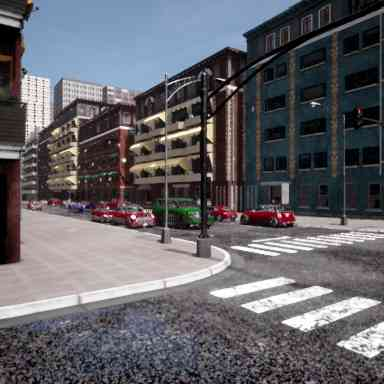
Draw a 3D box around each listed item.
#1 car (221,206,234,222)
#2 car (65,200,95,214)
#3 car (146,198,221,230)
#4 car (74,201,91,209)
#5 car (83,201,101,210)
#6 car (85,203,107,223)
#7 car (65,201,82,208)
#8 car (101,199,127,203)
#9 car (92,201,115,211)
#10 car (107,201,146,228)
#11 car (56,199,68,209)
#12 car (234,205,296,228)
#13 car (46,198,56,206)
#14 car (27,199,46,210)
[{"bbox_3d":[2.161,1.849,28.623,1.802,1.307,4.206,-1,0,-35],"label":"car"},{"bbox_3d":[-14.622,2.125,43.312,1.895,1.301,4.718,0,-1,-34],"label":"car"},{"bbox_3d":[-0.762,1.446,23.351,2.150,2.045,5.566,0,-1,-35],"label":"car"},{"bbox_3d":[-20.036,2.326,60.495,1.802,1.307,4.206,-1,0,-35],"label":"car"},{"bbox_3d":[-16.865,2.258,55.941,1.802,1.307,4.206,-1,0,-35],"label":"car"},{"bbox_3d":[-7.468,1.904,28.653,1.802,1.307,4.206,-1,0,-35],"label":"car"},{"bbox_3d":[-23.206,2.377,65.048,1.947,1.339,4.313,-1,0,-35],"label":"car"},{"bbox_3d":[-10.528,1.855,46.835,2.192,1.841,5.009,-1,0,-35],"label":"car"},{"bbox_3d":[-13.695,2.159,51.387,2.008,1.369,4.403,-1,0,-35],"label":"car"},{"bbox_3d":[-4.299,1.694,24.099,1.967,1.590,4.097,-1,0,-35],"label":"car"},{"bbox_3d":[-22.348,2.347,59.512,1.895,1.301,4.718,0,-1,-35],"label":"car"},{"bbox_3d":[5.333,1.639,24.072,1.967,1.590,4.097,-1,0,-35],"label":"car"},{"bbox_3d":[-32.722,2.328,78.710,2.192,1.841,5.009,-1,0,-35],"label":"car"},{"bbox_3d":[-26.493,2.171,55.975,1.967,1.590,4.097,-1,0,-35],"label":"car"}]
